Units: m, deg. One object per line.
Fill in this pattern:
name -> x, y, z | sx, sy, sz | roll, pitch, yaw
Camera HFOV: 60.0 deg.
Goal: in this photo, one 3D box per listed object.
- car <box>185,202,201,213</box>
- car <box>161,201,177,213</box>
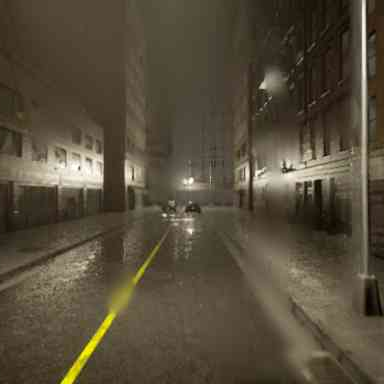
car -> 0.124, 2.025, 44.043 | 1.994, 1.385, 4.181 | 0, -1, 0
car -> -3.024, 1.959, 44.586 | 2.128, 1.511, 4.902 | 0, -1, 1
